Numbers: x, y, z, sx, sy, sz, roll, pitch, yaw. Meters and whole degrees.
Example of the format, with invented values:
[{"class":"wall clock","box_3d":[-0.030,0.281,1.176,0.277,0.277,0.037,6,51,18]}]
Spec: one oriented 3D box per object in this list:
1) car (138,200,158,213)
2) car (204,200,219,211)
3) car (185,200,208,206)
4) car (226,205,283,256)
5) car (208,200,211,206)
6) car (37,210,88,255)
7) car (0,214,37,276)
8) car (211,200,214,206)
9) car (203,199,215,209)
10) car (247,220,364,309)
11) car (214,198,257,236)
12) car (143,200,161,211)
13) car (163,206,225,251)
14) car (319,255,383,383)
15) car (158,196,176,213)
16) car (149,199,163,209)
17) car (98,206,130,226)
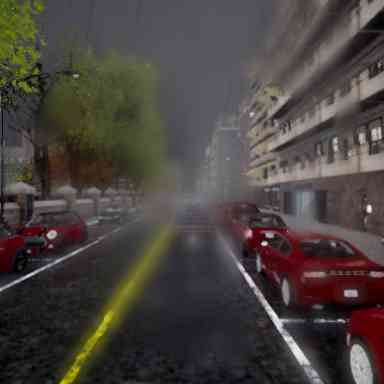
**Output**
[{"class":"car","box_3d":[-5.691,1.810,41.471,1.752,1.417,4.829,0,0,0]},{"class":"car","box_3d":[2.690,1.893,47.272,1.947,1.339,4.313,0,0,0]},{"class":"car","box_3d":[0.072,1.695,29.933,2.128,1.511,4.902,0,0,0]},{"class":"car","box_3d":[2.689,1.531,13.491,1.967,1.590,4.097,0,0,0]},{"class":"car","box_3d":[2.689,1.726,41.642,1.967,1.590,4.097,0,0,0]},{"class":"car","box_3d":[-5.692,1.531,13.490,1.967,1.590,4.097,0,0,0]},{"class":"car","box_3d":[-5.692,1.493,7.862,1.967,1.590,4.097,0,0,0]},{"class":"car","box_3d":[2.689,1.607,24.752,1.967,1.590,4.097,0,0,0]},{"class":"car","box_3d":[2.689,1.896,53.073,1.752,1.417,4.829,0,0,0]},{"class":"car","box_3d":[2.689,1.598,7.861,1.887,1.381,4.507,0,0,0]},{"class":"car","box_3d":[2.688,1.444,19.122,2.192,1.841,5.009,0,0,0]},{"class":"car","box_3d":[-5.690,1.878,47.271,2.008,1.369,4.403,0,0,0]},{"class":"car","box_3d":[0.070,1.590,14.661,2.128,1.511,4.902,0,0,0]},{"class":"car","box_3d":[2.689,1.560,2.231,1.887,1.381,4.507,0,0,0]},{"class":"car","box_3d":[-3.095,1.640,41.985,2.097,1.767,4.553,0,0,0]},{"class":"car","box_3d":[-5.691,1.894,52.732,1.752,1.417,4.829,0,0,0]},{"class":"car","box_3d":[-5.691,1.718,24.751,2.008,1.369,4.403,0,0,0]}]
